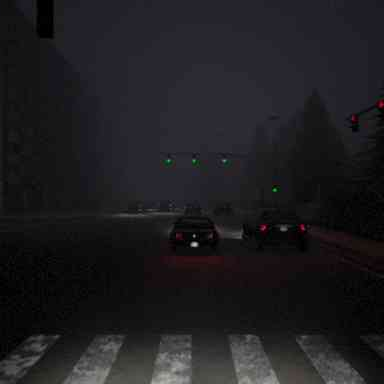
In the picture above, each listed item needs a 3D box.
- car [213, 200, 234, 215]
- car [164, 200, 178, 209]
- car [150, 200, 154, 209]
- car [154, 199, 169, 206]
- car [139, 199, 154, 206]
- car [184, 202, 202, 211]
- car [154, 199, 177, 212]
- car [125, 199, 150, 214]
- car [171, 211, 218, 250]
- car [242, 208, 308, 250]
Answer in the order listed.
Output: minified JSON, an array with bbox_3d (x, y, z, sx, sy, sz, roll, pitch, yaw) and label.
[{"bbox_3d":[3.593,1.741,38.937,2.097,1.767,4.553,0,-1,0],"label":"car"},{"bbox_3d":[-3.583,2.119,57.192,2.033,1.411,5.357,0,-1,0],"label":"car"},{"bbox_3d":[-7.013,2.097,55.017,2.033,1.411,5.357,0,-1,1],"label":"car"},{"bbox_3d":[-6.593,2.213,71.614,1.837,1.490,4.892,0,-1,-22],"label":"car"},{"bbox_3d":[-9.661,2.168,69.895,1.882,1.535,5.008,0,-1,-22],"label":"car"},{"bbox_3d":[0.092,1.883,39.210,2.128,1.511,4.902,0,-1,0],"label":"car"},{"bbox_3d":[-3.577,1.811,45.928,2.097,1.767,4.553,0,-1,0],"label":"car"},{"bbox_3d":[-7.100,1.776,42.321,2.097,1.767,4.553,0,-1,1],"label":"car"},{"bbox_3d":[0.095,1.760,15.065,1.895,1.301,4.718,0,-1,0],"label":"car"},{"bbox_3d":[3.595,1.505,15.168,2.097,1.767,4.553,0,-1,0],"label":"car"}]
